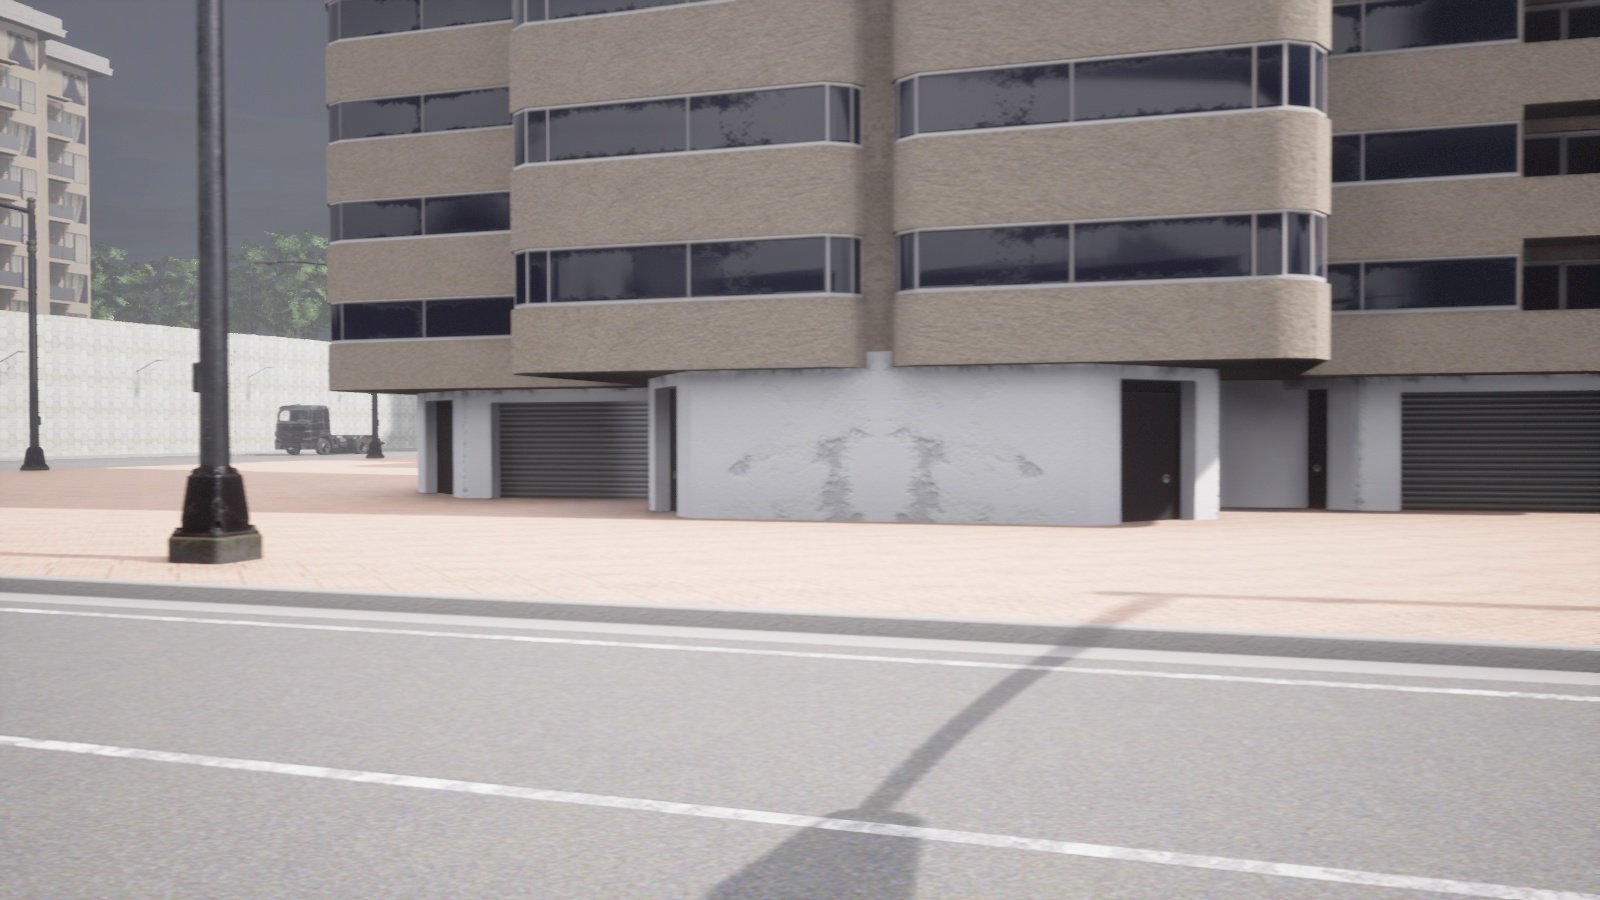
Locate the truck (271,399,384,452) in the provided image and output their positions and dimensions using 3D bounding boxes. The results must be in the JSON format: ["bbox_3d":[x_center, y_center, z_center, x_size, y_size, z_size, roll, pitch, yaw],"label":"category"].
[{"bbox_3d":[-32.226,-1.653,86.059,2.891,3.462,7.936,1,1,19],"label":"truck"}]
